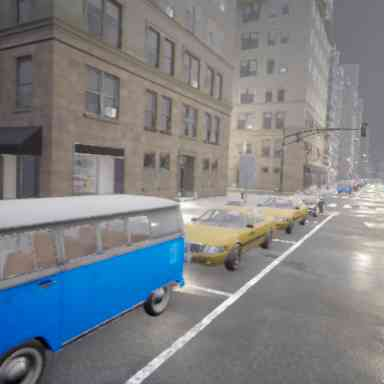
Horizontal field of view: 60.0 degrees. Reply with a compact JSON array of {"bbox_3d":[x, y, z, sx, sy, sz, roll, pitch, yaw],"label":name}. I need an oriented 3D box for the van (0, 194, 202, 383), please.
[{"bbox_3d":[-1.619,0.971,4.296,1.690,1.788,3.998,4,4,29],"label":"van"}]

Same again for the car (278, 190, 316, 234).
[{"bbox_3d":[3.775,0.759,14.075,1.752,1.417,4.829,4,4,29],"label":"car"}]

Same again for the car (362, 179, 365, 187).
[{"bbox_3d":[35.968,-1.638,72.271,1.887,1.381,4.507,5,4,29],"label":"car"}]

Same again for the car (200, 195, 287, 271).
[{"bbox_3d":[1.033,0.961,9.117,1.752,1.417,4.829,4,4,29],"label":"car"}]

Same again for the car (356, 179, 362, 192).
[{"bbox_3d":[25.168,-1.039,52.718,2.192,1.841,5.009,4,4,29],"label":"car"}]

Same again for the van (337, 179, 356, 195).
[{"bbox_3d":[19.762,-0.608,42.950,1.690,1.788,3.998,4,4,29],"label":"van"}]

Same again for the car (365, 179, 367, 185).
[{"bbox_3d":[41.372,-2.039,82.041,1.947,1.339,4.313,5,4,29],"label":"car"}]

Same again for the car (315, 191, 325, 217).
[{"bbox_3d":[6.598,0.575,19.180,2.008,1.369,4.403,4,4,29],"label":"car"}]

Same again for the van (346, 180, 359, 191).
[{"bbox_3d":[27.869,-1.217,57.603,1.690,1.788,3.998,4,4,29],"label":"van"}]
